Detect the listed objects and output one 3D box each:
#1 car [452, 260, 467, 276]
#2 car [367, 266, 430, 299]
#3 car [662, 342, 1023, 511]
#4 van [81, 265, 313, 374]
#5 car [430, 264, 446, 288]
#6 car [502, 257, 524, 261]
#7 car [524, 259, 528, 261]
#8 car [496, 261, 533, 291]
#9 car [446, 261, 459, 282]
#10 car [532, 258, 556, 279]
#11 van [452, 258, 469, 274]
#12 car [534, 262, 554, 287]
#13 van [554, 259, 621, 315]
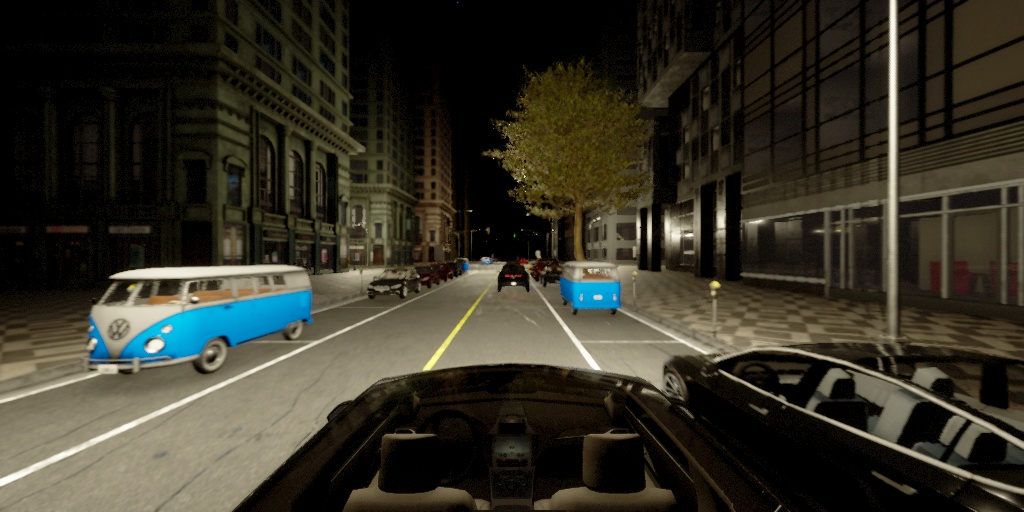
[{"bbox_3d":[-5.773,1.331,34.278,1.948,1.339,4.313,0,0,0],"label":"car"},{"bbox_3d":[-5.768,1.306,18.038,2.007,1.370,4.403,0,0,0],"label":"car"},{"bbox_3d":[2.762,1.316,2.778,1.948,1.339,4.313,0,0,0],"label":"car"},{"bbox_3d":[-5.765,1.092,7.212,1.690,1.789,3.998,0,0,0],"label":"van"},{"bbox_3d":[-5.769,1.340,23.451,1.802,1.307,4.207,0,0,0],"label":"car"},{"bbox_3d":[0.088,1.249,41.234,1.882,1.535,5.008,0,0,0],"label":"car"},{"bbox_3d":[2.755,1.300,45.261,1.751,1.417,4.829,0,0,0],"label":"car"},{"bbox_3d":[0.094,1.261,21.950,1.837,1.490,4.892,0,0,0],"label":"car"},{"bbox_3d":[-5.771,1.306,28.865,1.888,1.381,4.507,0,0,0],"label":"car"},{"bbox_3d":[2.754,1.076,29.222,2.192,1.841,5.009,0,0,0],"label":"car"},{"bbox_3d":[-5.774,1.110,39.691,1.690,1.789,3.998,0,0,0],"label":"van"},{"bbox_3d":[2.755,1.309,23.933,2.007,1.370,4.403,0,0,0],"label":"car"},{"bbox_3d":[2.759,1.094,13.356,1.690,1.789,3.998,0,0,0],"label":"van"}]
